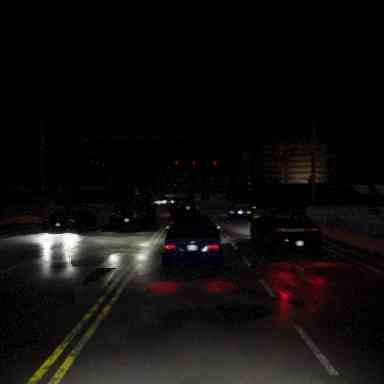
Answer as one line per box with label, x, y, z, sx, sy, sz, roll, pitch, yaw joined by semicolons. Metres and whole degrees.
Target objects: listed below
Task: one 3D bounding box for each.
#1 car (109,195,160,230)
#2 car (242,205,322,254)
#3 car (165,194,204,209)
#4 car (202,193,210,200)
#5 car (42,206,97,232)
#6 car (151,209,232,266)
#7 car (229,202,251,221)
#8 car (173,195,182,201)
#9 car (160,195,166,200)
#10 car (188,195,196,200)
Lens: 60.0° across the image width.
car;-3.532;1.184;20.914;2.150;2.045;5.566;0;0;1
car;3.545;1.465;13.292;2.128;1.511;4.902;0;0;0
car;-0.732;1.298;28.369;2.097;1.767;4.553;0;0;-11
car;3.511;1.185;85.671;2.097;1.767;4.553;0;0;0
car;-7.046;1.529;19.483;1.994;1.385;4.181;0;0;1
car;0.028;1.526;11.362;2.033;1.411;5.357;0;0;1
car;3.992;1.498;26.318;2.033;1.411;5.357;0;0;12
car;-3.490;1.450;78.498;1.895;1.301;4.718;0;0;0
car;-6.990;1.380;78.529;2.128;1.511;4.902;0;0;0
car;0.011;1.373;85.382;2.033;1.411;5.357;0;0;0
